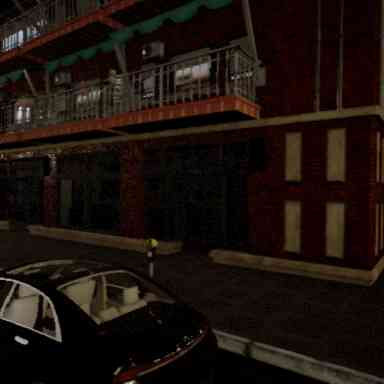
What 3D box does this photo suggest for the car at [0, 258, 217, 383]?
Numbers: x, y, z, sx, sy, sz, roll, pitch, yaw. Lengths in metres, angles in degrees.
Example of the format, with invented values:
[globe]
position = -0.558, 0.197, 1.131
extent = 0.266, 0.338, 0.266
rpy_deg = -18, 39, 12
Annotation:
[car]
position = -1.790, 1.527, 4.149
extent = 4.403, 1.369, 2.008
rpy_deg = 0, 1, 36
